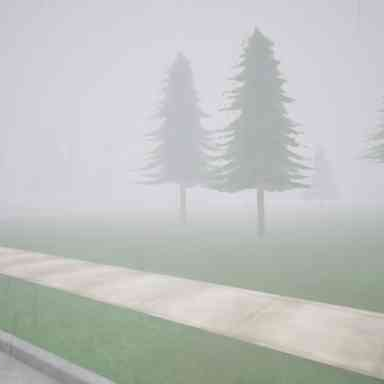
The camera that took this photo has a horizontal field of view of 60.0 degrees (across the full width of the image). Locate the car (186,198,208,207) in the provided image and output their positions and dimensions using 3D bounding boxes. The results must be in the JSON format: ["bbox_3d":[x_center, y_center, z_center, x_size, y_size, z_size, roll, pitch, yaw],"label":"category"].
[{"bbox_3d":[0.933,1.934,60.659,1.882,1.535,5.008,-1,-1,36],"label":"car"}]

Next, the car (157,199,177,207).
[{"bbox_3d":[-4.718,2.078,64.781,1.812,1.442,4.674,-1,-1,36],"label":"car"}]

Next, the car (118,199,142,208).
[{"bbox_3d":[-11.496,2.095,61.463,2.128,1.511,4.902,-1,0,37],"label":"car"}]
